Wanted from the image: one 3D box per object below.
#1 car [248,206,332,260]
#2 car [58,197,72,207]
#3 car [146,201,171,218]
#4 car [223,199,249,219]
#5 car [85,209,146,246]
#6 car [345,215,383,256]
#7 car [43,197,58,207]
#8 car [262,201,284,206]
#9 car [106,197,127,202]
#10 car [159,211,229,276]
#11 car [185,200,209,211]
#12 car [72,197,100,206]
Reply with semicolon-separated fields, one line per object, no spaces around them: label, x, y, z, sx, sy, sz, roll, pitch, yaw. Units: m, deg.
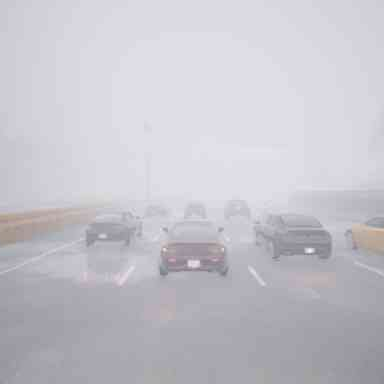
car;3.549;1.506;12.434;1.837;1.490;4.892;0;0;0
car;-18.108;1.488;51.535;1.882;1.535;5.008;0;0;11
car;-3.066;1.530;30.427;1.812;1.442;4.674;0;0;4
car;3.868;1.355;29.233;2.097;1.767;4.553;0;0;3
car;-3.445;1.528;15.172;1.812;1.442;4.674;0;0;0
car;7.046;1.478;11.289;1.882;1.535;5.008;0;0;0
car;-21.488;1.537;52.487;1.812;1.442;4.674;0;0;11
car;7.452;1.528;30.516;1.812;1.442;4.674;0;0;4
car;-11.297;1.502;49.870;2.128;1.511;4.902;0;0;12
car;0.044;1.527;10.180;1.812;1.442;4.674;0;0;0
car;0.394;1.508;29.760;1.837;1.490;4.892;0;0;4
car;-15.107;1.512;48.579;1.837;1.490;4.892;0;0;10
